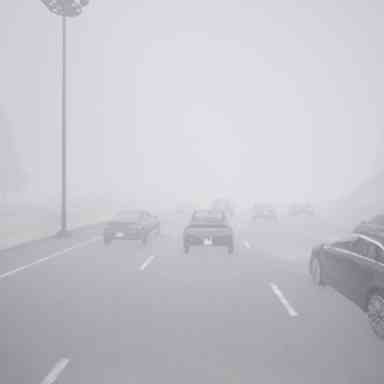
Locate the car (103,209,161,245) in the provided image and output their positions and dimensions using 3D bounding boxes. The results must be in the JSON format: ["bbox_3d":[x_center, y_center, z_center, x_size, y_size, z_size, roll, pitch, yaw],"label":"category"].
[{"bbox_3d":[-2.666,1.508,15.377,1.812,1.442,4.674,0,0,4],"label":"car"}]

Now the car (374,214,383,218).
[{"bbox_3d":[7.630,1.505,12.212,1.837,1.490,4.892,0,0,4],"label":"car"}]

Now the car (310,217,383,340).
[{"bbox_3d":[3.802,1.491,6.433,2.128,1.511,4.902,0,0,2],"label":"car"}]

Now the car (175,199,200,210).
[{"bbox_3d":[-0.319,1.447,33.162,1.882,1.535,5.008,0,0,10],"label":"car"}]

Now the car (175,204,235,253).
[{"bbox_3d":[0.717,1.480,13.599,2.128,1.511,4.902,0,0,4],"label":"car"}]

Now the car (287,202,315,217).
[{"bbox_3d":[9.825,1.588,30.363,1.895,1.301,4.718,0,0,10],"label":"car"}]

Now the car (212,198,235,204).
[{"bbox_3d":[2.924,1.328,31.338,2.097,1.767,4.553,0,0,10],"label":"car"}]

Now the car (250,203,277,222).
[{"bbox_3d":[5.602,1.532,26.191,2.033,1.411,5.357,0,0,8],"label":"car"}]
